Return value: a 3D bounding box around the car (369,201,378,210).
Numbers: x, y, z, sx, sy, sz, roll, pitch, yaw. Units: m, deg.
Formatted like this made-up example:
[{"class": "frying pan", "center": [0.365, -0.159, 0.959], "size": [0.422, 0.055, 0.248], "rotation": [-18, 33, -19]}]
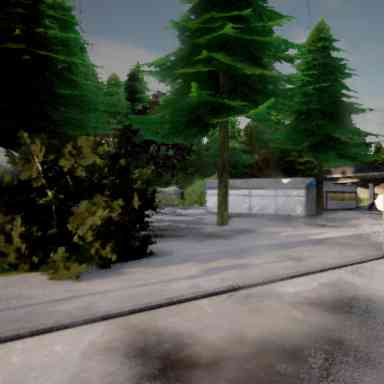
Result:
[{"class": "car", "center": [27.359, 1.863, 48.473], "size": [3.633, 1.501, 1.845], "rotation": [1, 0, -36]}]
